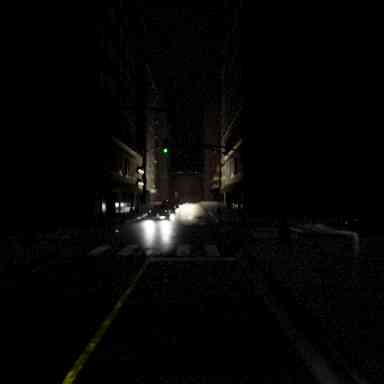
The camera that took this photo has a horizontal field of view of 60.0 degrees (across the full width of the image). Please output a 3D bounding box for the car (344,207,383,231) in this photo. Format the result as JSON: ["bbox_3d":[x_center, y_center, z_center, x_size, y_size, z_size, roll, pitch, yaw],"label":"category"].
[{"bbox_3d":[12.162,1.669,21.160,4.674,1.442,1.812,0,-1,0],"label":"car"}]

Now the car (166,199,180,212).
[{"bbox_3d":[-3.003,1.806,41.592,2.128,1.511,4.902,0,-1,0],"label":"car"}]

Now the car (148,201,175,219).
[{"bbox_3d":[-3.037,1.843,32.117,1.895,1.301,4.718,0,0,1],"label":"car"}]

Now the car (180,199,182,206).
[{"bbox_3d":[-2.970,1.923,52.330,1.812,1.442,4.674,0,0,1],"label":"car"}]
